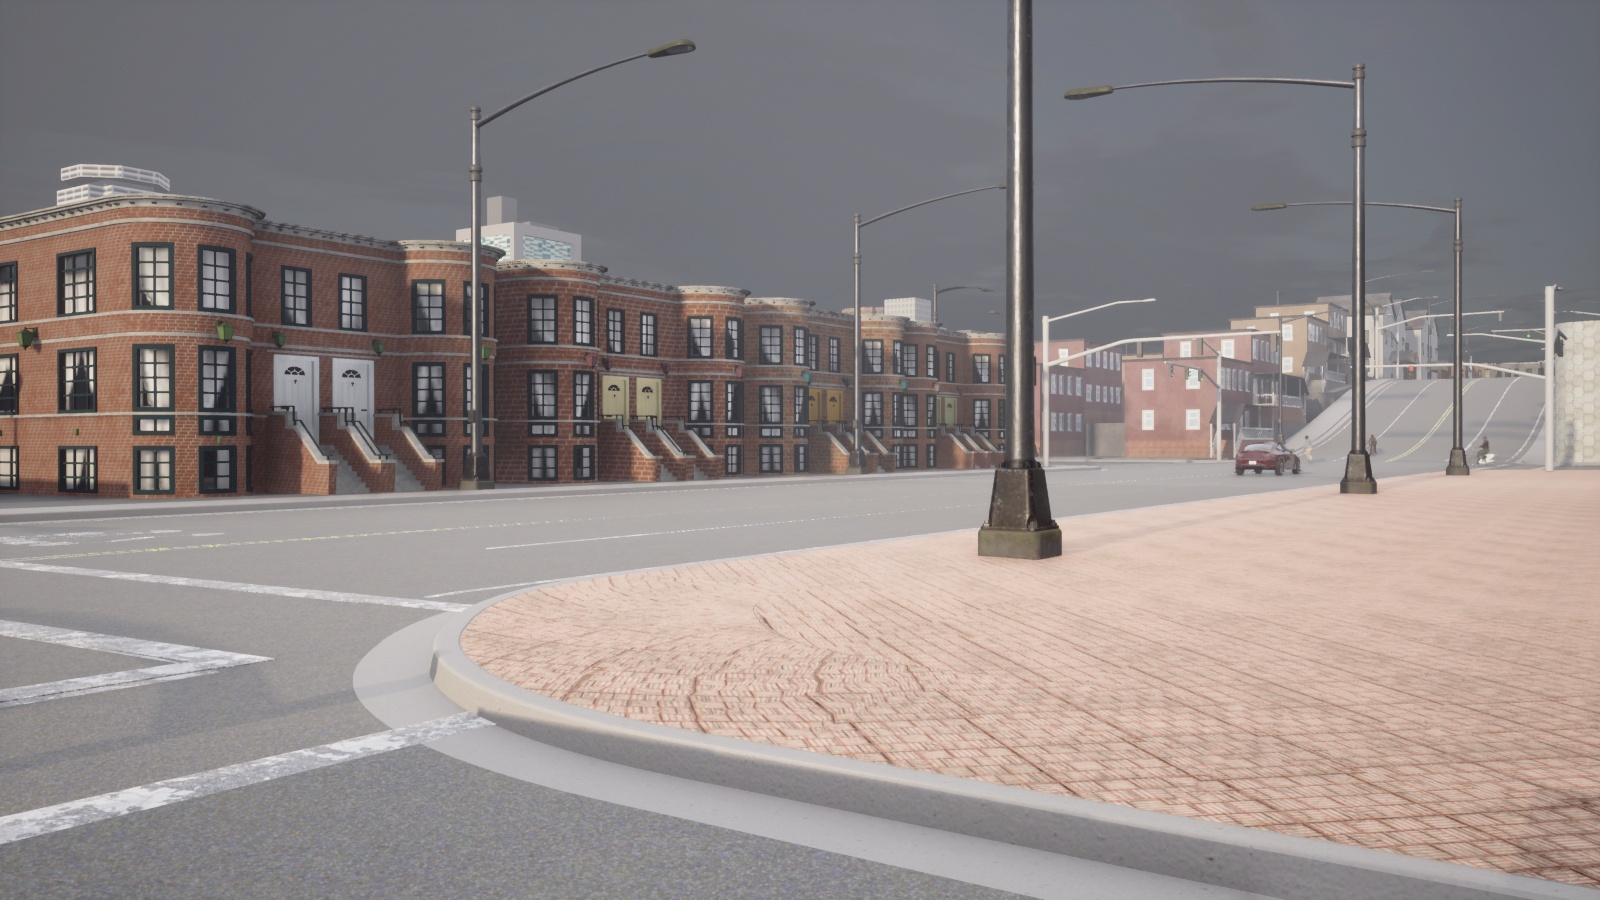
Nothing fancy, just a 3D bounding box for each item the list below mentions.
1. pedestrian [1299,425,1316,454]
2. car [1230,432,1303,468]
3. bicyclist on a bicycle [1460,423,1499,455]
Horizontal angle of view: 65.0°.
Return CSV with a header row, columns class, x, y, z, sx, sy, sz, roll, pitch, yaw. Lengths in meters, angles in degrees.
class,x,y,z,sx,sy,sz,roll,pitch,yaw
pedestrian,33.897,-0.699,83.832,0.900,1.855,0.874,-1,0,31
car,20.079,-0.017,53.914,1.812,1.442,4.674,-1,0,35
bicyclist on a bicycle,38.062,-0.612,70.340,1.843,1.776,0.659,-1,2,18
